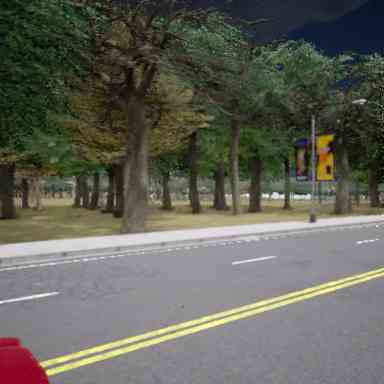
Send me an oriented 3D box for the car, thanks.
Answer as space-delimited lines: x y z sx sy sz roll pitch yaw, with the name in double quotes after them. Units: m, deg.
-2.964 1.600 1.325 4.718 1.301 1.895 0 0 -36 "car"
